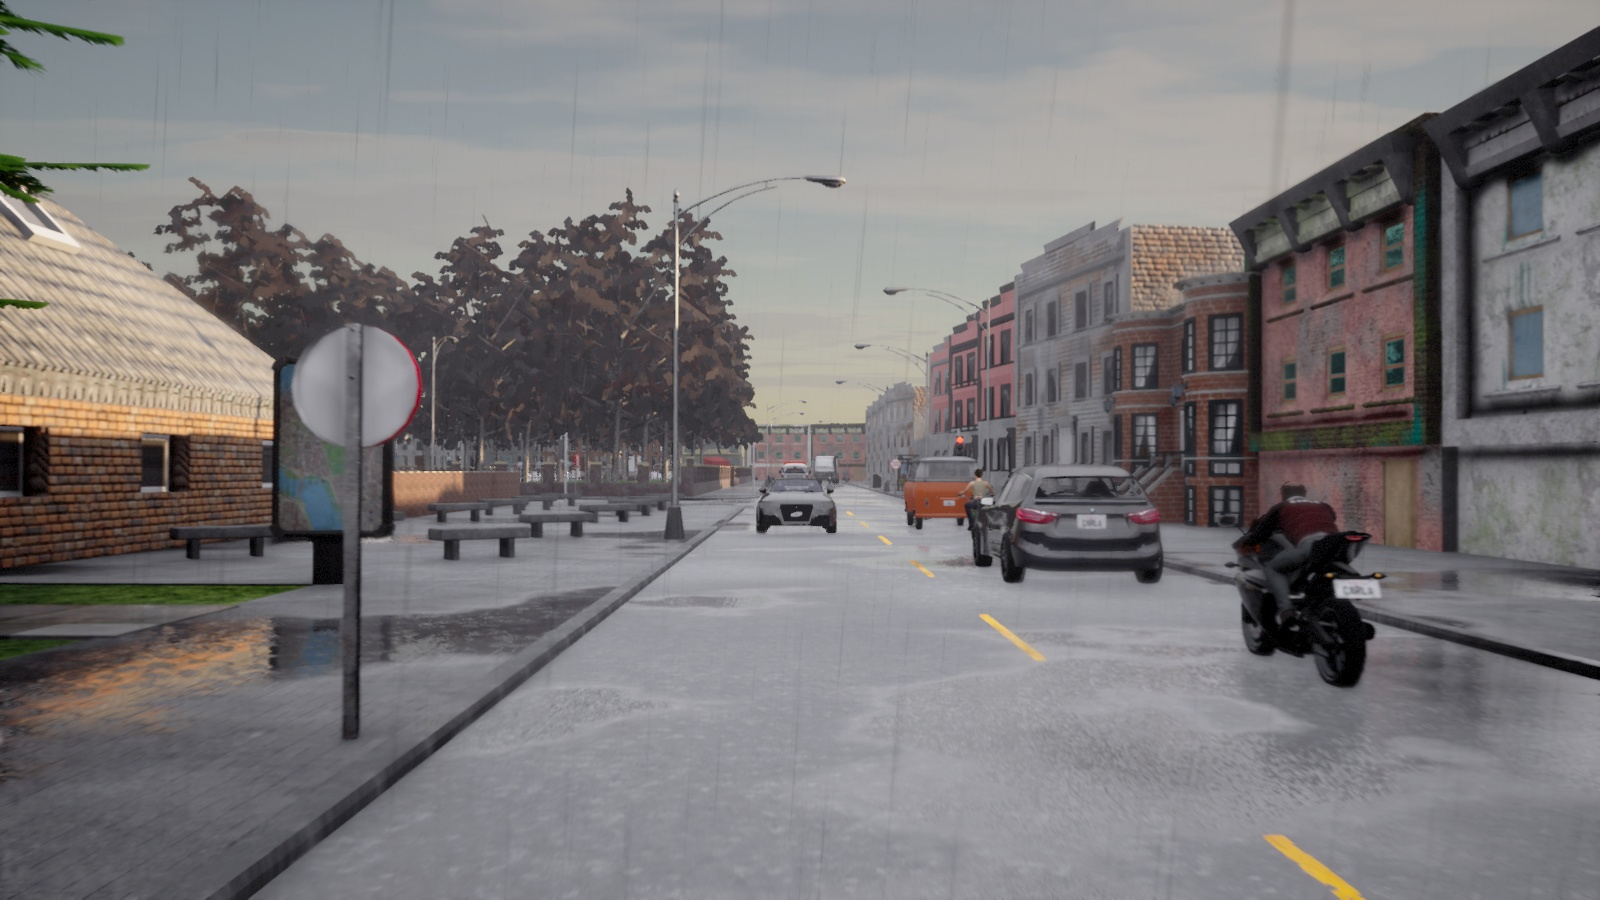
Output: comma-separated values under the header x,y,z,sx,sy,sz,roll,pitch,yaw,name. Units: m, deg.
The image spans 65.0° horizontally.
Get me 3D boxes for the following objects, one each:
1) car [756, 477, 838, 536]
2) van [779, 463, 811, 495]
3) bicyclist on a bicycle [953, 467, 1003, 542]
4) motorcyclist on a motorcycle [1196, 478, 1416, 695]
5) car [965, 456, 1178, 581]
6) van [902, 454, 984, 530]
x,y,z,sx,sy,sz,roll,pitch,yaw,name
-0.080,1.417,32.391,1.994,1.385,4.181,0,-1,0,car
-0.311,1.912,82.606,2.069,2.038,4.480,0,-1,0,van
3.934,1.198,27.841,0.866,1.612,1.509,0,-1,-1,bicyclist on a bicycle
3.975,1.002,10.101,0.866,1.530,2.191,0,-1,0,motorcyclist on a motorcycle
3.951,0.961,19.158,2.242,1.667,4.611,0,-1,0,car
3.909,1.133,34.989,1.775,1.987,4.442,0,-1,0,van
